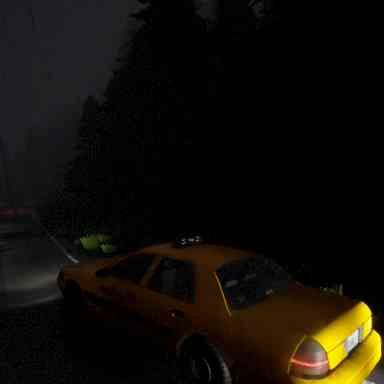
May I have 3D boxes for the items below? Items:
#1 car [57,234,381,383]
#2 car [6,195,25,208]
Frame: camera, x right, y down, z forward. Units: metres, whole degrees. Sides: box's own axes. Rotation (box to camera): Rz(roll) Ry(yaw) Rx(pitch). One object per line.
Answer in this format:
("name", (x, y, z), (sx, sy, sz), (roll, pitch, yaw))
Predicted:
("car", (-0.249, 1.418, 5.069), (5.366, 1.575, 1.801), (1, 1, 44))
("car", (-21.184, 1.060, 40.015), (2.128, 1.511, 4.902), (-2, 2, -27))
